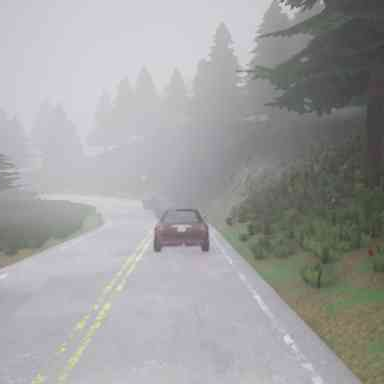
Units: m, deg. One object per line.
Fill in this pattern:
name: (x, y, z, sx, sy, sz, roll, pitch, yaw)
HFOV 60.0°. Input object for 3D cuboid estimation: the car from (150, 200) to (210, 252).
car: (-0.452, 1.388, 14.233, 2.097, 1.767, 4.553, 0, 0, -2)

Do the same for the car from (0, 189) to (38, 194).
car: (-20.776, -0.011, 39.247, 5.008, 1.535, 1.882, 0, 5, 4)

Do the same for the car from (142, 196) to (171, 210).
car: (-2.798, 1.107, 29.527, 2.033, 1.411, 5.357, -2, 10, -26)
